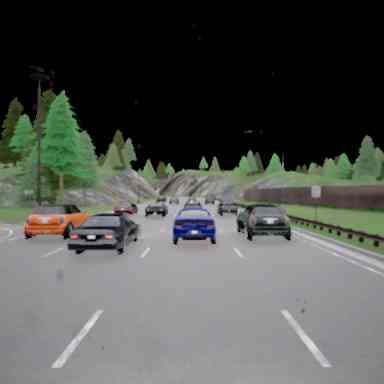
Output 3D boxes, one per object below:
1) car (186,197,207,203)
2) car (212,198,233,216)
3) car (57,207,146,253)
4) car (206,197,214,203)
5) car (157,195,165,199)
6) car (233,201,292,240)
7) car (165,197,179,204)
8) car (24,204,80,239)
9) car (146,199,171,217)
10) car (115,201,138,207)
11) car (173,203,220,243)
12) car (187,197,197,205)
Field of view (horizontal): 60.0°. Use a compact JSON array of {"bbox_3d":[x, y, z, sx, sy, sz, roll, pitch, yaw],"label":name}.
[{"bbox_3d":[0.095,1.586,34.378,2.128,1.511,4.902,0,0,0],"label":"car"},{"bbox_3d":[3.594,1.586,34.398,2.128,1.511,4.902,0,0,0],"label":"car"},{"bbox_3d":[-3.402,1.585,13.744,2.033,1.411,5.357,0,0,0],"label":"car"},{"bbox_3d":[3.490,1.669,64.808,2.128,1.511,4.902,0,0,0],"label":"car"},{"bbox_3d":[-7.012,1.569,78.110,2.097,1.767,4.553,0,0,0],"label":"car"},{"bbox_3d":[3.598,1.400,17.408,2.097,1.767,4.553,0,0,0],"label":"car"},{"bbox_3d":[-3.510,1.725,64.807,2.033,1.411,5.357,0,0,0],"label":"car"},{"bbox_3d":[-6.902,1.401,17.681,2.097,1.767,4.553,0,0,0],"label":"car"},{"bbox_3d":[-3.405,1.691,32.854,1.895,1.301,4.718,0,0,0],"label":"car"},{"bbox_3d":[-6.906,1.660,35.015,1.994,1.385,4.181,0,0,0],"label":"car"},{"bbox_3d":[0.098,1.522,16.288,1.882,1.535,5.008,0,0,0],"label":"car"},{"bbox_3d":[-0.010,1.725,64.807,2.033,1.411,5.357,0,0,0],"label":"car"}]
